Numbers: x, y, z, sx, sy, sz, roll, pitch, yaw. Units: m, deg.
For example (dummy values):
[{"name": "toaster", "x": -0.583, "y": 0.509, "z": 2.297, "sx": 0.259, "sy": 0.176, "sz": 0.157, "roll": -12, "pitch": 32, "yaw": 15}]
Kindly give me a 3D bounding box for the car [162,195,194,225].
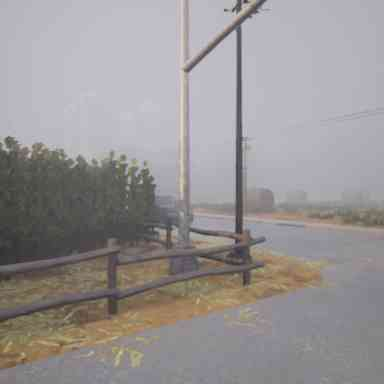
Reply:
[{"name": "car", "x": -2.143, "y": 1.217, "z": 22.573, "sx": 2.150, "sy": 2.045, "sz": 5.566, "roll": 0, "pitch": 0, "yaw": -36}]
